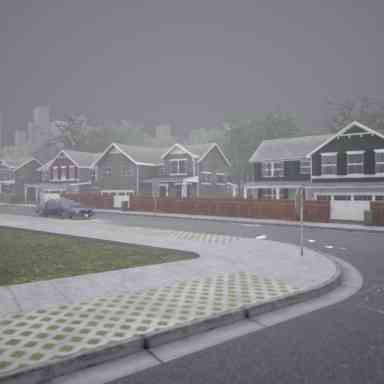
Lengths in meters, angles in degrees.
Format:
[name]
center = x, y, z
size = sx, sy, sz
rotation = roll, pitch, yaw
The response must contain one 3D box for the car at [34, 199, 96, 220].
[car]
center = -9.610, 1.236, 24.938
size = 5.357, 1.411, 2.033
rotation = 1, 1, 34
